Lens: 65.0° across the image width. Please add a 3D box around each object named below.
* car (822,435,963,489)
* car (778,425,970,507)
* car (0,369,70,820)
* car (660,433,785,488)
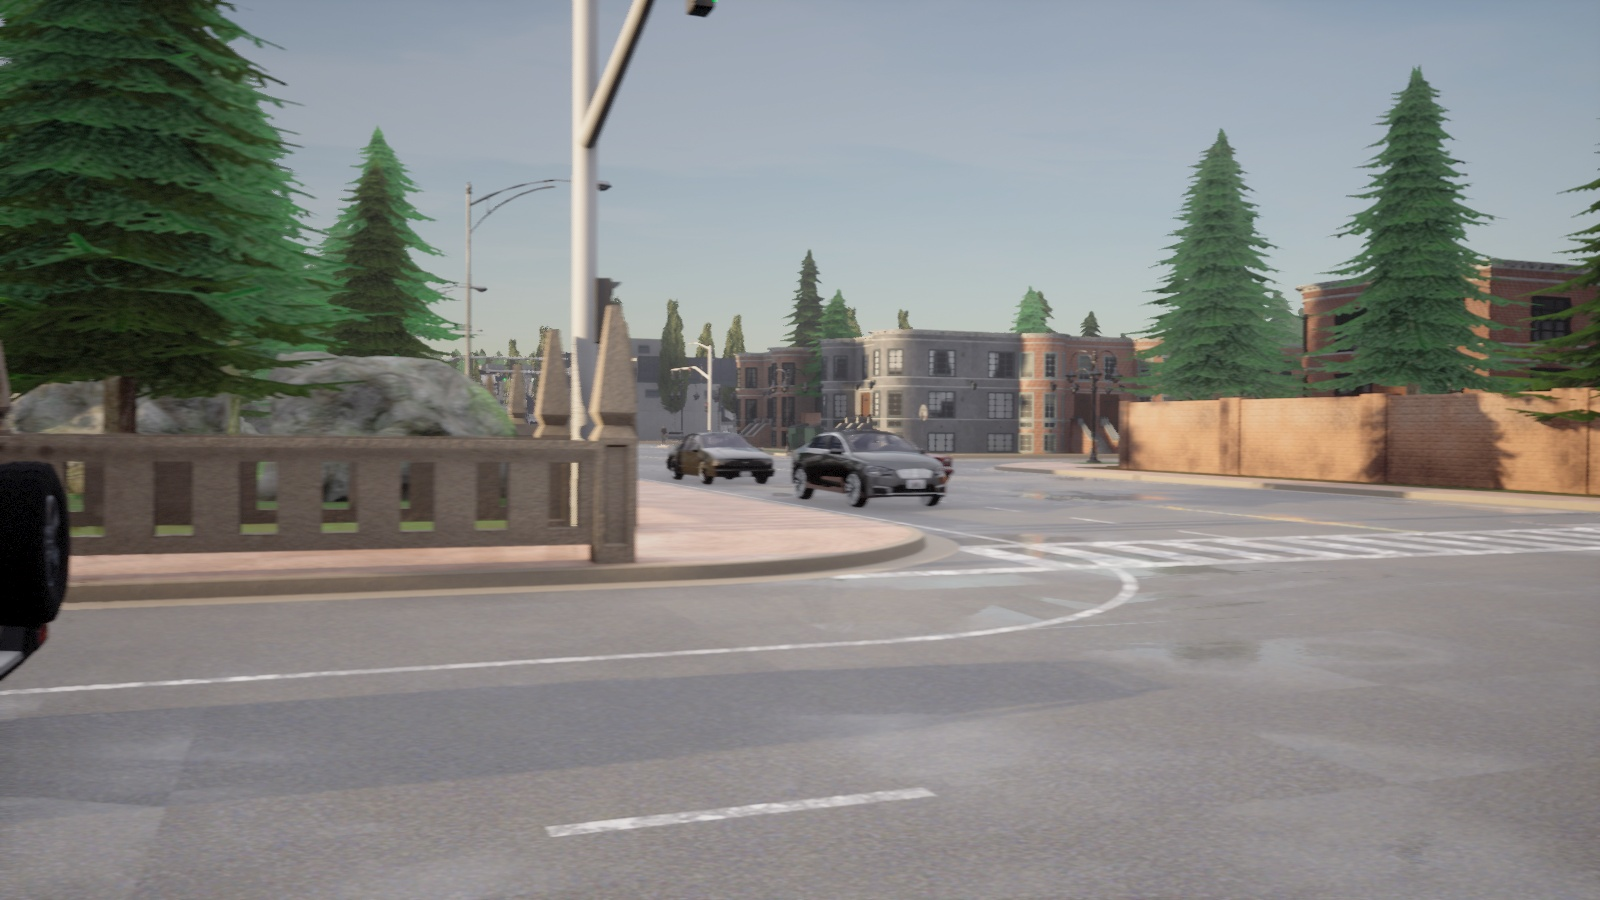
[{"bbox_3d":[2.355,0.277,33.455,1.895,1.301,4.718,-1,1,-21],"label":"car"},{"bbox_3d":[1.403,0.274,26.184,2.128,1.511,4.902,-1,1,-21],"label":"car"},{"bbox_3d":[-5.638,0.609,4.841,4.605,1.855,1.932,-1,1,-21],"label":"car"},{"bbox_3d":[-2.311,0.248,35.833,2.033,1.411,5.357,-1,1,-21],"label":"car"}]
